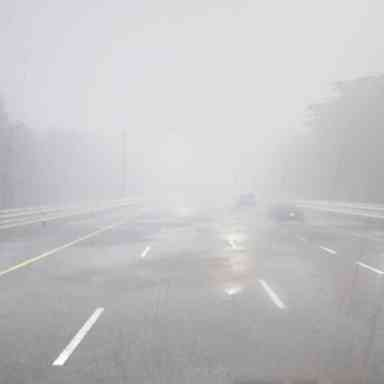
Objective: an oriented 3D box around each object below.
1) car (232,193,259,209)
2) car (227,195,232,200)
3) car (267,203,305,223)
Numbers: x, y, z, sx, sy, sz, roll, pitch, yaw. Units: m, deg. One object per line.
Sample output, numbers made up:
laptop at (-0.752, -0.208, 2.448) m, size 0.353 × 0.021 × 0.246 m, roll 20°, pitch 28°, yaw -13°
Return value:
car at (7.023, 1.210, 44.257) m, size 2.150 × 2.045 × 5.566 m, roll 0°, pitch 0°, yaw 0°
car at (10.925, 1.458, 91.187) m, size 2.128 × 1.511 × 4.902 m, roll 0°, pitch 0°, yaw 18°
car at (7.013, 1.551, 25.246) m, size 1.994 × 1.385 × 4.181 m, roll 0°, pitch 0°, yaw 0°
